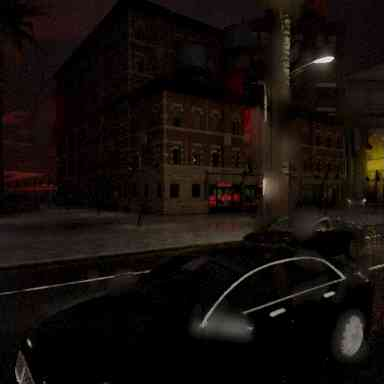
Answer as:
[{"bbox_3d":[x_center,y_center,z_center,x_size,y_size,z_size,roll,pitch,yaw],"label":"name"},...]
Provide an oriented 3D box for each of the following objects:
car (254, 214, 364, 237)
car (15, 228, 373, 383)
[{"bbox_3d":[3.744,1.492,10.935,4.902,1.511,2.128,0,0,-35],"label":"car"},{"bbox_3d":[0.465,1.504,4.318,4.892,1.490,1.837,0,0,-35],"label":"car"}]
